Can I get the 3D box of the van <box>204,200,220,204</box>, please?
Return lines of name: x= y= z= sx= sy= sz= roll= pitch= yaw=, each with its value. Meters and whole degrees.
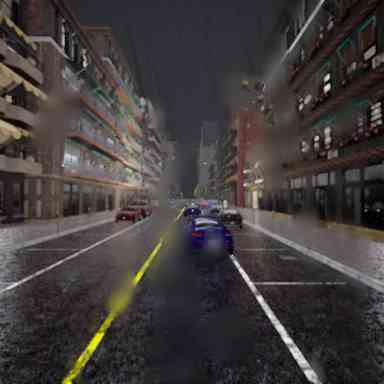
van: x=2.695 y=1.918 z=41.359 sx=1.690 sy=1.788 sz=3.998 roll=0 pitch=-1 yaw=0

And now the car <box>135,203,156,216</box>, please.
car: x=-5.686 y=2.142 z=41.356 sx=1.947 sy=1.339 sz=4.313 roll=0 pitch=-1 yaw=0

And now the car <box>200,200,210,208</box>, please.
car: x=2.694 y=2.443 z=69.678 sx=1.967 sy=1.590 sz=4.097 roll=0 pitch=-1 yaw=0

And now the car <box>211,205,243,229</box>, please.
car: x=2.695 y=1.886 z=24.365 sx=2.008 sy=1.369 sz=4.403 roll=0 pitch=-1 yaw=0

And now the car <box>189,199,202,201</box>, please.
car: x=0.098 y=2.151 z=56.411 sx=2.097 sy=1.767 sz=4.553 roll=0 pitch=-1 yaw=0

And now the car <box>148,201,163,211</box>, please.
car: x=-5.686 y=2.184 z=52.687 sx=1.967 sy=1.590 sz=4.097 roll=0 pitch=-1 yaw=0

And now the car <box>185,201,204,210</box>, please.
car: x=0.098 y=2.110 z=39.260 sx=1.994 sy=1.385 sz=4.181 roll=0 pitch=-1 yaw=0

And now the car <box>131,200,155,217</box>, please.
car: x=-5.684 y=1.810 z=35.698 sx=2.192 sy=1.841 sz=5.009 roll=0 pitch=-1 yaw=0

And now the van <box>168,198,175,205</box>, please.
van: x=-5.686 y=2.699 z=92.337 sx=1.690 sy=1.788 sz=3.998 roll=0 pitch=-1 yaw=0

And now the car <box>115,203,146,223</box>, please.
car: x=-5.685 y=1.959 z=30.030 sx=1.887 sy=1.381 sz=4.507 roll=0 pitch=-1 yaw=0

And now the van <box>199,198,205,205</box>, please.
van: x=2.694 y=2.699 z=92.337 sx=1.690 sy=1.788 sz=3.998 roll=0 pitch=-1 yaw=0

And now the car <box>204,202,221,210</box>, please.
car: x=2.694 y=2.046 z=35.694 sx=2.008 sy=1.369 sz=4.403 roll=0 pitch=-1 yaw=0

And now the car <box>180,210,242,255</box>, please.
car: x=0.533 y=1.721 z=14.220 sx=1.812 sy=1.442 sz=4.674 roll=0 pitch=-1 yaw=-7

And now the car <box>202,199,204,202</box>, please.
car: x=2.694 y=2.374 z=58.349 sx=1.887 sy=1.381 sz=4.507 roll=0 pitch=-1 yaw=0

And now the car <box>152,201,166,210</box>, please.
car: x=-5.686 y=2.380 z=58.349 sx=2.008 sy=1.369 sz=4.403 roll=0 pitch=-1 yaw=0

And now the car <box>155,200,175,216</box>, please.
car: x=-3.091 y=2.057 z=39.764 sx=1.837 sy=1.490 sz=4.892 roll=0 pitch=-1 yaw=0

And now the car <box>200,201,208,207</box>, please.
car: x=2.693 y=2.672 z=75.341 sx=1.802 sy=1.307 sz=4.206 roll=0 pitch=-1 yaw=0
